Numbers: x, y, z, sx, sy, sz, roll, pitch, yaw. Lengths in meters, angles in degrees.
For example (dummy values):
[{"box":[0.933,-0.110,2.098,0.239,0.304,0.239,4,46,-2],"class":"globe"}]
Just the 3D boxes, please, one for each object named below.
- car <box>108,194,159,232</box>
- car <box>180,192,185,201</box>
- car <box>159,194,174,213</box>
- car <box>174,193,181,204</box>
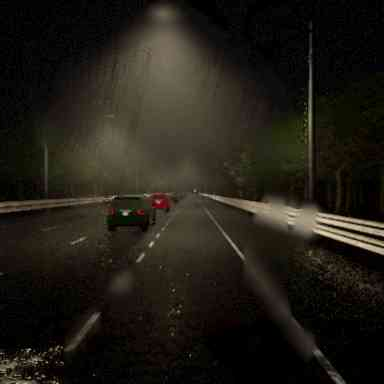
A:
[{"box":[-3.500,1.229,20.141,2.150,2.045,5.566,0,0,0],"class":"car"},{"box":[-3.496,1.156,84.943,2.150,2.045,5.566,0,0,0],"class":"car"},{"box":[-3.501,1.218,37.294,2.150,2.045,5.566,0,0,0],"class":"car"},{"box":[-3.498,1.484,63.226,1.812,1.442,4.674,0,0,0],"class":"car"}]
